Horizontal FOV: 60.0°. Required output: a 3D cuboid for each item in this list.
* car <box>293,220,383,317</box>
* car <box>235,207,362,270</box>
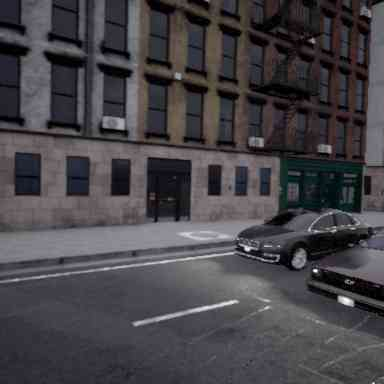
[{"bbox_3d":[4.797,1.439,6.979,5.357,1.411,2.033,0,2,-33],"label":"car"},{"bbox_3d":[3.487,1.256,9.998,4.892,1.490,1.837,0,2,-33],"label":"car"}]
